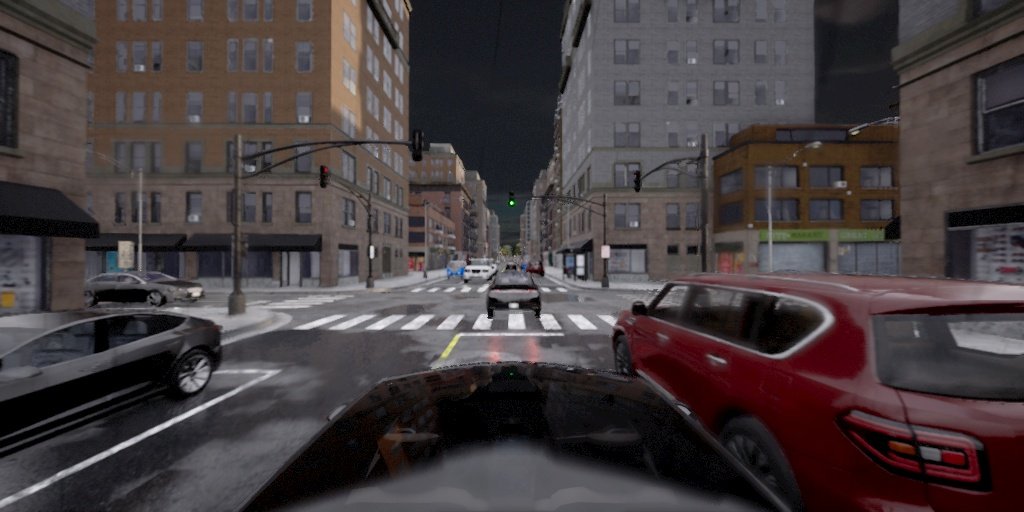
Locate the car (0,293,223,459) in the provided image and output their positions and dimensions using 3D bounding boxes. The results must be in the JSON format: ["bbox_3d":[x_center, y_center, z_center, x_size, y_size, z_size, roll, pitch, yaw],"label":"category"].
[{"bbox_3d":[-5.389,1.334,3.886,1.948,1.339,4.313,0,0,0],"label":"car"}]

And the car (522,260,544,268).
[{"bbox_3d":[2.617,1.396,41.275,2.192,1.841,5.009,0,0,0],"label":"car"}]

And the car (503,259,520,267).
[{"bbox_3d":[-0.131,1.717,60.242,1.882,1.535,5.008,0,0,0],"label":"car"}]

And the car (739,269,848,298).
[{"bbox_3d":[14.618,1.388,18.811,4.181,1.385,1.994,0,0,0],"label":"car"}]

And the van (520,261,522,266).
[{"bbox_3d":[2.565,1.557,57.493,1.690,1.789,3.998,0,0,0],"label":"van"}]

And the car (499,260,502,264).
[{"bbox_3d":[-2.949,1.667,52.483,2.128,1.511,4.902,0,-1,0],"label":"car"}]

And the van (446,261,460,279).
[{"bbox_3d":[-5.483,1.377,35.849,1.690,1.789,3.998,0,0,0],"label":"van"}]

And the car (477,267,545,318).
[{"bbox_3d":[0.060,1.339,13.554,2.128,1.511,4.902,0,0,0],"label":"car"}]

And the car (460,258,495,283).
[{"bbox_3d":[-2.919,1.222,31.565,2.150,2.045,5.566,0,0,0],"label":"car"}]

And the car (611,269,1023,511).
[{"bbox_3d":[2.636,1.083,3.905,2.192,1.841,5.009,0,0,0],"label":"car"}]

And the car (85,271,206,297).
[{"bbox_3d":[-16.275,1.424,15.737,4.902,1.511,2.128,0,0,0],"label":"car"}]

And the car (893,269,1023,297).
[{"bbox_3d":[23.399,1.388,18.845,4.718,1.301,1.895,0,0,0],"label":"car"}]

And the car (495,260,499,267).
[{"bbox_3d":[-2.941,1.309,41.989,2.150,2.045,5.566,0,0,0],"label":"car"}]
